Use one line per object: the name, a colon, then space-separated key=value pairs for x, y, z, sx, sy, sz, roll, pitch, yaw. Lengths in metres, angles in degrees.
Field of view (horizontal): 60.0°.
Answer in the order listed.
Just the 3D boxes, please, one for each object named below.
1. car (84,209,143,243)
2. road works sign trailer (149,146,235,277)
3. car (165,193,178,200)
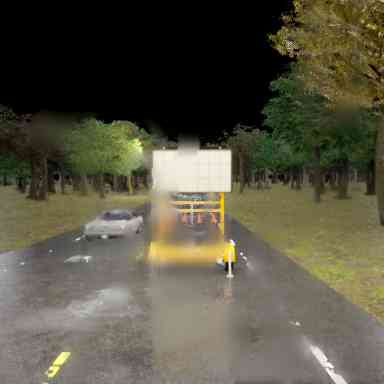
car: x=-3.601 y=1.525 z=15.938 sx=1.895 sy=1.301 sz=4.718 roll=0 pitch=1 yaw=0
road works sign trailer: x=0.000 y=0.433 z=10.087 sx=2.380 sy=3.560 sz=2.880 roll=0 pitch=0 yaw=0
car: x=-3.571 y=0.425 z=59.296 sx=2.097 sy=1.767 sz=4.553 roll=0 pitch=2 yaw=0
